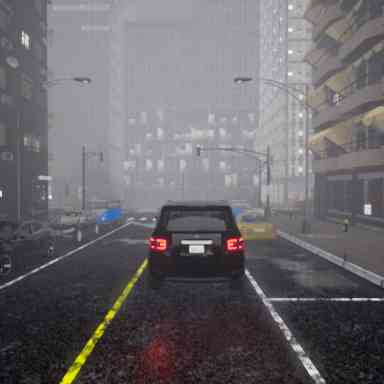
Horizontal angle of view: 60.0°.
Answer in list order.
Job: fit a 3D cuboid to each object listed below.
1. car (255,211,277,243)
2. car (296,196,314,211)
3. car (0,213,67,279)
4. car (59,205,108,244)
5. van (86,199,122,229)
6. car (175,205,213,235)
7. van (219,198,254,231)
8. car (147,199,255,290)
[{"bbox_3d":[2.728,1.519,15.748,1.752,1.417,4.829,-1,0,0],"label":"car"},{"bbox_3d":[15.362,1.329,40.471,5.009,1.841,2.192,0,1,1],"label":"car"},{"bbox_3d":[-5.669,1.562,10.030,1.947,1.339,4.313,-1,0,0],"label":"car"},{"bbox_3d":[-5.653,1.544,15.632,2.008,1.369,4.403,-1,0,0],"label":"car"},{"bbox_3d":[-5.638,1.333,21.234,1.690,1.788,3.998,-1,0,0],"label":"van"},{"bbox_3d":[0.126,1.556,19.525,1.994,1.385,4.181,0,0,1],"label":"car"},{"bbox_3d":[2.742,1.332,21.179,1.690,1.788,3.998,-1,0,0],"label":"van"},{"bbox_3d":[0.107,1.217,9.230,2.150,2.045,5.566,0,0,0],"label":"car"}]
